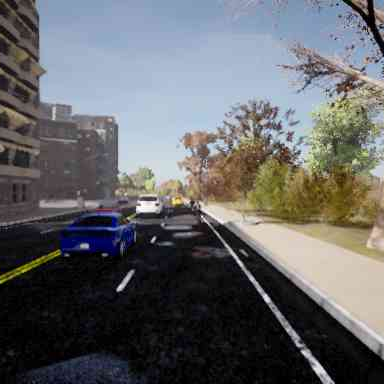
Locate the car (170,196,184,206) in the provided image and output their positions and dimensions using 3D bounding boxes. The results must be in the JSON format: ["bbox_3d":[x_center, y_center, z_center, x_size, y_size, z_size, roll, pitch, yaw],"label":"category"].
[{"bbox_3d":[-2.418,1.547,57.560,1.882,1.535,5.008,0,0,-4],"label":"car"}]

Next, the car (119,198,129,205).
[{"bbox_3d":[-12.622,1.695,61.629,1.895,1.301,4.718,0,0,-8],"label":"car"}]

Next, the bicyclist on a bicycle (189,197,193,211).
[{"bbox_3d":[0.014,1.414,33.658,0.659,1.776,1.843,0,0,-3],"label":"bicyclist on a bicycle"}]

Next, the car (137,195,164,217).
[{"bbox_3d":[-3.922,1.266,31.341,2.150,2.045,5.566,0,0,-3],"label":"car"}]

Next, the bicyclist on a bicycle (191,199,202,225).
[{"bbox_3d":[0.438,1.484,23.727,0.582,1.620,1.656,0,0,-2],"label":"bicyclist on a bicycle"}]

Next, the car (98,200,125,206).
[{"bbox_3d":[-7.237,1.645,28.313,1.895,1.301,4.718,0,0,-2],"label":"car"}]

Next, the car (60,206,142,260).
[{"bbox_3d":[-3.302,1.498,12.586,1.882,1.535,5.008,0,0,-1],"label":"car"}]
